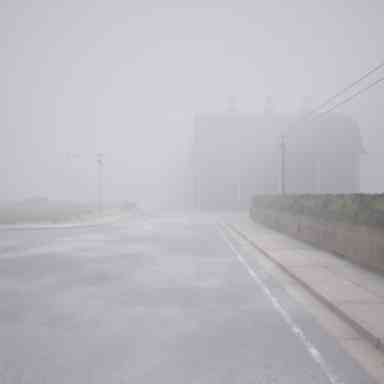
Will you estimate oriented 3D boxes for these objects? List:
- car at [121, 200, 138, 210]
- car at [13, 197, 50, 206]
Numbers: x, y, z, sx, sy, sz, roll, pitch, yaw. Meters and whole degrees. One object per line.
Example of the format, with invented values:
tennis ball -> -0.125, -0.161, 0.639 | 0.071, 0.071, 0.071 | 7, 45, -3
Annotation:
car -> -9.723, 2.051, 51.778 | 1.837, 1.490, 4.892 | -1, 0, -21
car -> -25.527, 1.801, 53.001 | 5.566, 2.045, 2.150 | 0, -1, 0
